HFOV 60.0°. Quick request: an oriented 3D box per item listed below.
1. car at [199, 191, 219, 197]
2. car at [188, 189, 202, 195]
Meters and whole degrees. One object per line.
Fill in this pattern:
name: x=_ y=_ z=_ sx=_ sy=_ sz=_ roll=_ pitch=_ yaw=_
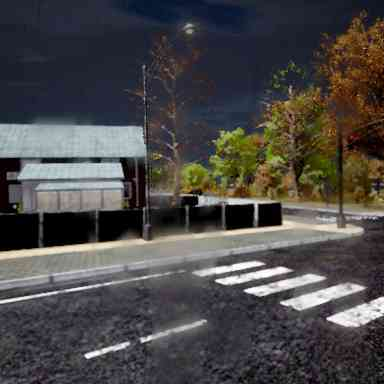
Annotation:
car: x=3.507 y=0.957 z=62.512 sx=2.033 sy=1.411 sz=5.357 roll=-2 pitch=1 yaw=-15
car: x=0.823 y=0.372 z=72.607 sx=2.150 sy=2.045 sz=5.566 roll=-2 pitch=1 yaw=-15
